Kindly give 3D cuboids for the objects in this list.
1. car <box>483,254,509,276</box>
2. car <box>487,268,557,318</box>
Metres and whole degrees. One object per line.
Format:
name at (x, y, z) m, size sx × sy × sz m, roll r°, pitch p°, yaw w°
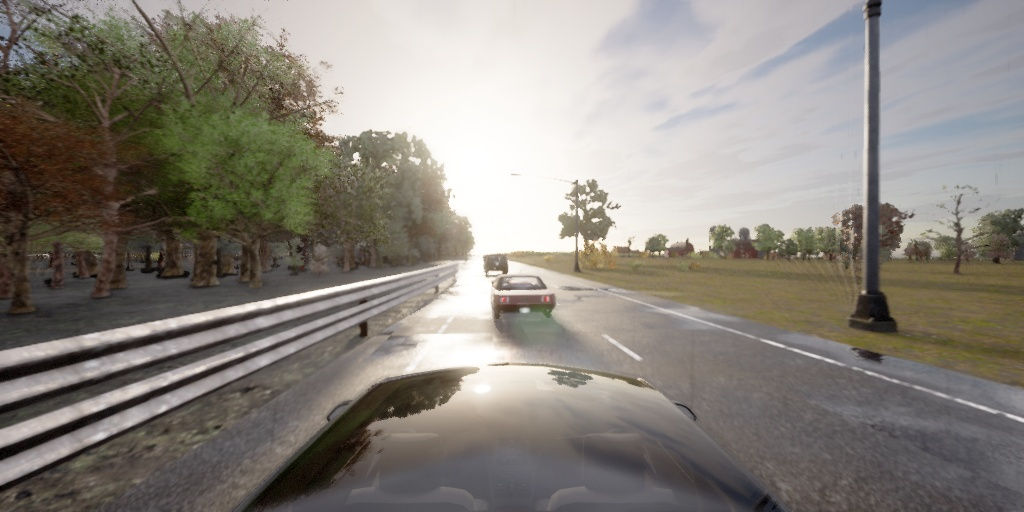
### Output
car at (-1.519, 0.809, 34.371) m, size 2.150 × 2.045 × 5.566 m, roll 0°, pitch 0°, yaw -4°
car at (0.211, 1.288, 12.696) m, size 1.895 × 1.301 × 4.718 m, roll 0°, pitch 0°, yaw -5°
